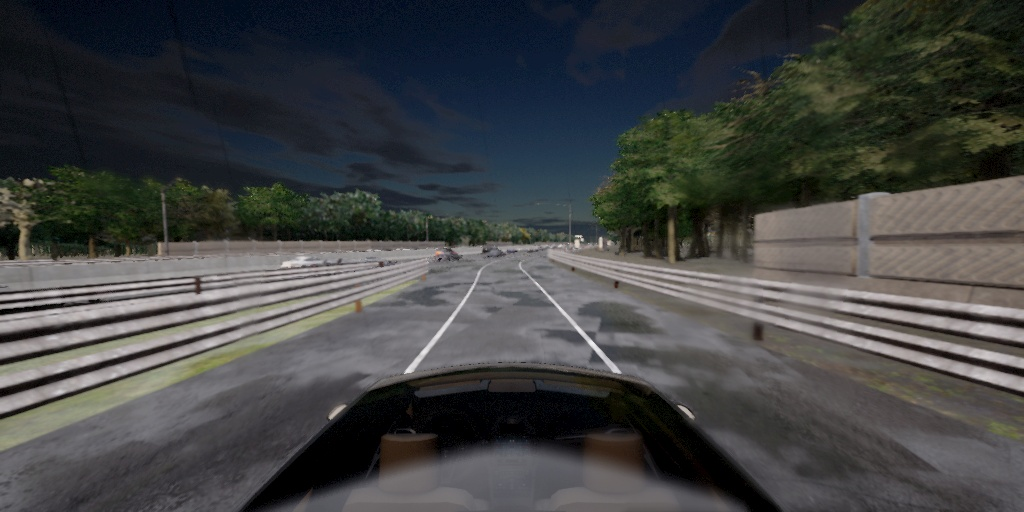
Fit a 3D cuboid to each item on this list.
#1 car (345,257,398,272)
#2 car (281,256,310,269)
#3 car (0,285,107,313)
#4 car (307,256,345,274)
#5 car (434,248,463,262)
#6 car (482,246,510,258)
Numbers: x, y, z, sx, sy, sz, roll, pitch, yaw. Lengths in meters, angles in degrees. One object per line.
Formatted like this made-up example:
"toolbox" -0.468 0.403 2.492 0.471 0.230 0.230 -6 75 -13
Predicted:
"car" -11.158 0.784 29.489 1.994 1.385 4.181 0 2 17
"car" -17.859 0.746 31.516 1.812 1.442 4.674 0 2 17
"car" -16.611 1.562 11.452 1.895 1.301 4.718 0 2 17
"car" -14.500 0.819 30.530 1.895 1.301 4.718 0 2 17
"car" -8.705 -0.002 49.691 2.033 1.411 5.357 0 2 17
"car" -2.465 -0.381 58.241 2.033 1.411 5.357 0 2 17
